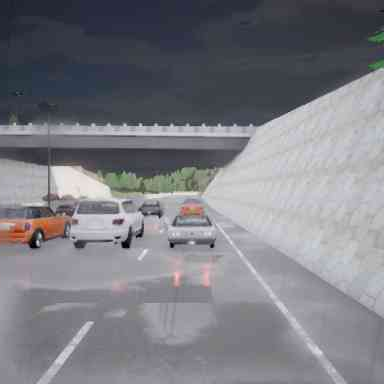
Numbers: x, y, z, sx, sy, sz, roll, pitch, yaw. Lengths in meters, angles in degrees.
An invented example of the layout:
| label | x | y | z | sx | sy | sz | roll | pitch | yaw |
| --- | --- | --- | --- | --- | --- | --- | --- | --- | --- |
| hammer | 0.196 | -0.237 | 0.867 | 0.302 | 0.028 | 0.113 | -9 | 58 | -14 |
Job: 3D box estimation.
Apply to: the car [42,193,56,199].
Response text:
| label | x | y | z | sx | sy | sz | roll | pitch | yaw |
| --- | --- | --- | --- | --- | --- | --- | --- | --- | --- |
| car | -31.507 | 1.209 | 74.512 | 2.150 | 2.045 | 5.566 | 0 | 0 | 0 |

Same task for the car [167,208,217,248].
| label | x | y | z | sx | sy | sz | roll | pitch | yaw |
| --- | --- | --- | --- | --- | --- | --- | --- | --- | --- |
| car | 0.000 | 1.613 | 14.680 | 1.895 | 1.301 | 4.718 | 0 | 0 | 0 |

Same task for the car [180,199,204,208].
| label | x | y | z | sx | sy | sz | roll | pitch | yaw |
| --- | --- | --- | --- | --- | --- | --- | --- | --- | --- |
| car | 0.000 | 1.364 | 29.620 | 2.097 | 1.767 | 4.553 | 0 | 0 | 0 |

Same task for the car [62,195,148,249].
| label | x | y | z | sx | sy | sz | roll | pitch | yaw |
| --- | --- | --- | --- | --- | --- | --- | --- | --- | --- |
| car | -3.500 | 1.255 | 14.680 | 2.150 | 2.045 | 5.566 | 0 | 0 | 0 |

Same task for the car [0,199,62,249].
| label | x | y | z | sx | sy | sz | roll | pitch | yaw |
| --- | --- | --- | --- | --- | --- | --- | --- | --- | --- |
| car | -7.000 | 1.363 | 14.620 | 2.097 | 1.767 | 4.553 | 0 | 0 | 0 |

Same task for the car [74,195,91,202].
| label | x | y | z | sx | sy | sz | roll | pitch | yaw |
| --- | --- | --- | --- | --- | --- | --- | --- | --- | --- |
| car | -24.507 | 1.509 | 74.550 | 2.128 | 1.511 | 4.902 | 0 | 0 | 0 |

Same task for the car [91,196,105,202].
| label | x | y | z | sx | sy | sz | roll | pitch | yaw |
| --- | --- | --- | --- | --- | --- | --- | --- | --- | --- |
| car | -21.007 | 1.579 | 74.524 | 1.895 | 1.301 | 4.718 | 0 | 0 | 0 |

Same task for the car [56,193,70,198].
| label | x | y | z | sx | sy | sz | roll | pitch | yaw |
| --- | --- | --- | --- | --- | --- | --- | --- | --- | --- |
| car | -28.007 | 1.339 | 74.576 | 2.097 | 1.767 | 4.553 | 0 | 0 | 0 |

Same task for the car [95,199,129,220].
| label | x | y | z | sx | sy | sz | roll | pitch | yaw |
| --- | --- | --- | --- | --- | --- | --- | --- | --- | --- |
| car | -7.000 | 1.482 | 29.650 | 1.882 | 1.535 | 5.008 | 0 | 0 | 0 |

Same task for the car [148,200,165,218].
| label | x | y | z | sx | sy | sz | roll | pitch | yaw |
| --- | --- | --- | --- | --- | --- | --- | --- | --- | --- |
| car | -3.500 | 1.492 | 29.650 | 2.128 | 1.511 | 4.902 | 0 | 0 | 0 |
